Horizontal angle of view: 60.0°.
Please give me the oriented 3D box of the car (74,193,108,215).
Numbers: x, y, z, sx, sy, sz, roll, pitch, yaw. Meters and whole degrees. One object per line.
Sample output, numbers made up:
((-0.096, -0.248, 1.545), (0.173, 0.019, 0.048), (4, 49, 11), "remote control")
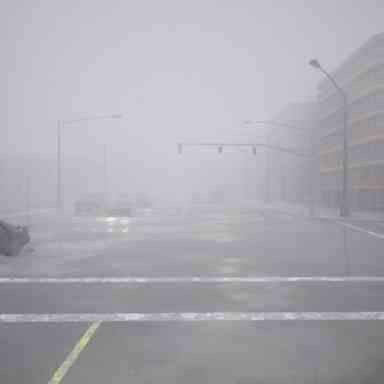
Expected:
((-9.841, 1.111, 33.160), (2.150, 2.045, 5.566), (0, 1, 0), "car")

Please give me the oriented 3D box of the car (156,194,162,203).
((-6.249, 1.022, 57.598), (1.812, 1.442, 4.674), (0, 1, 0), "car")

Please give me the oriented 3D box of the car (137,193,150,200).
((-9.658, 0.896, 66.877), (1.994, 1.385, 4.181), (0, 1, 1), "car")

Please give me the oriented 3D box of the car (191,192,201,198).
((0.883, 0.638, 75.841), (2.033, 1.411, 5.357), (0, 1, 0), "car")

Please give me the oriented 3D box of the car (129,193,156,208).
((-6.308, 1.109, 42.763), (2.097, 1.767, 4.553), (0, 1, 0), "car")

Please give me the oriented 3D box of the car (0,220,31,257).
((-6.980, 1.530, 10.110), (2.033, 1.411, 5.357), (0, 0, 1), "car")

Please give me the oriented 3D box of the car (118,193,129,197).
((-9.794, 1.026, 47.690), (2.097, 1.767, 4.553), (0, 1, 0), "car")

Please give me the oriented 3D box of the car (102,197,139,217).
((-6.349, 1.486, 30.158), (1.994, 1.385, 4.181), (0, 1, 0), "car")

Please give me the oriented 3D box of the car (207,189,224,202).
((4.437, 0.671, 60.073), (2.150, 2.045, 5.566), (0, 1, 0), "car")

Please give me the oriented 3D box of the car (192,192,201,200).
((0.854, 0.950, 65.865), (1.895, 1.301, 4.718), (0, 1, 0), "car")
